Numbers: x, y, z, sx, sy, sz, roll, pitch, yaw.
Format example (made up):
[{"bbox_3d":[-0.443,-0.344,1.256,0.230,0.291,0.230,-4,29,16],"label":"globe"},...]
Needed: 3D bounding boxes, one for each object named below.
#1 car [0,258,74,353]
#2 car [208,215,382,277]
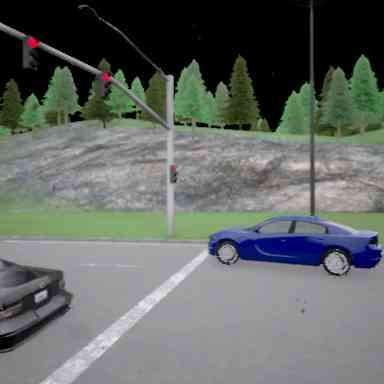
[{"bbox_3d":[-4.661,1.560,5.112,5.357,1.411,2.033,0,0,7],"label":"car"},{"bbox_3d":[2.923,1.453,10.172,5.008,1.535,1.882,0,-1,27],"label":"car"}]
